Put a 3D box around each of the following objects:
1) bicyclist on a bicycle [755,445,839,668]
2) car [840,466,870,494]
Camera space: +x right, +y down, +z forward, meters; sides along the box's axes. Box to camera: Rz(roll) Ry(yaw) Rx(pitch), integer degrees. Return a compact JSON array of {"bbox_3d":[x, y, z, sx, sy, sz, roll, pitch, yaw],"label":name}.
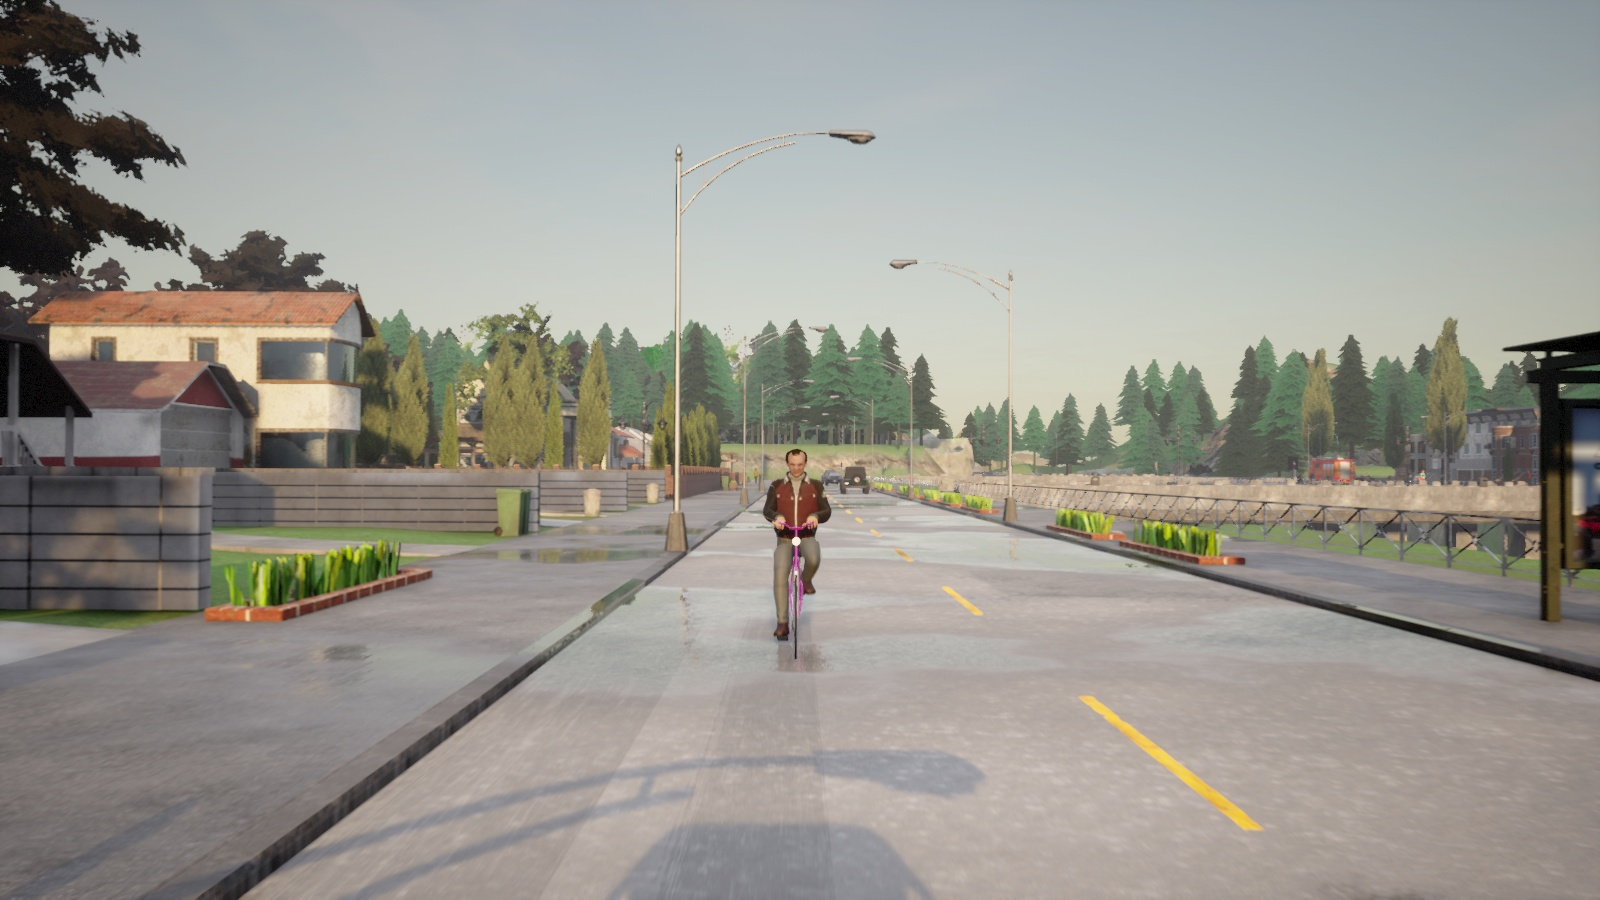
[{"bbox_3d":[-0.026,0.869,10.959,0.659,1.776,1.843,0,-1,0],"label":"bicyclist on a bicycle"},{"bbox_3d":[3.793,2.062,87.615,1.905,1.878,3.866,0,-1,0],"label":"car"}]
